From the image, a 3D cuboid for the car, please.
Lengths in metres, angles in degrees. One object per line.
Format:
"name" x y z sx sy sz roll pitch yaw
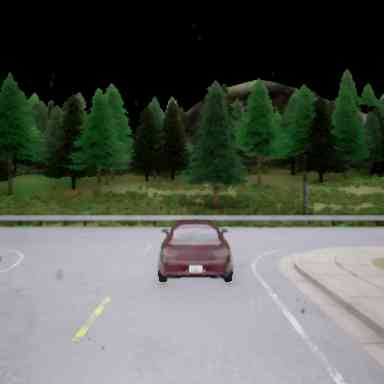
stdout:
"car" 0.079 1.499 9.509 1.812 1.442 4.674 0 0 0
